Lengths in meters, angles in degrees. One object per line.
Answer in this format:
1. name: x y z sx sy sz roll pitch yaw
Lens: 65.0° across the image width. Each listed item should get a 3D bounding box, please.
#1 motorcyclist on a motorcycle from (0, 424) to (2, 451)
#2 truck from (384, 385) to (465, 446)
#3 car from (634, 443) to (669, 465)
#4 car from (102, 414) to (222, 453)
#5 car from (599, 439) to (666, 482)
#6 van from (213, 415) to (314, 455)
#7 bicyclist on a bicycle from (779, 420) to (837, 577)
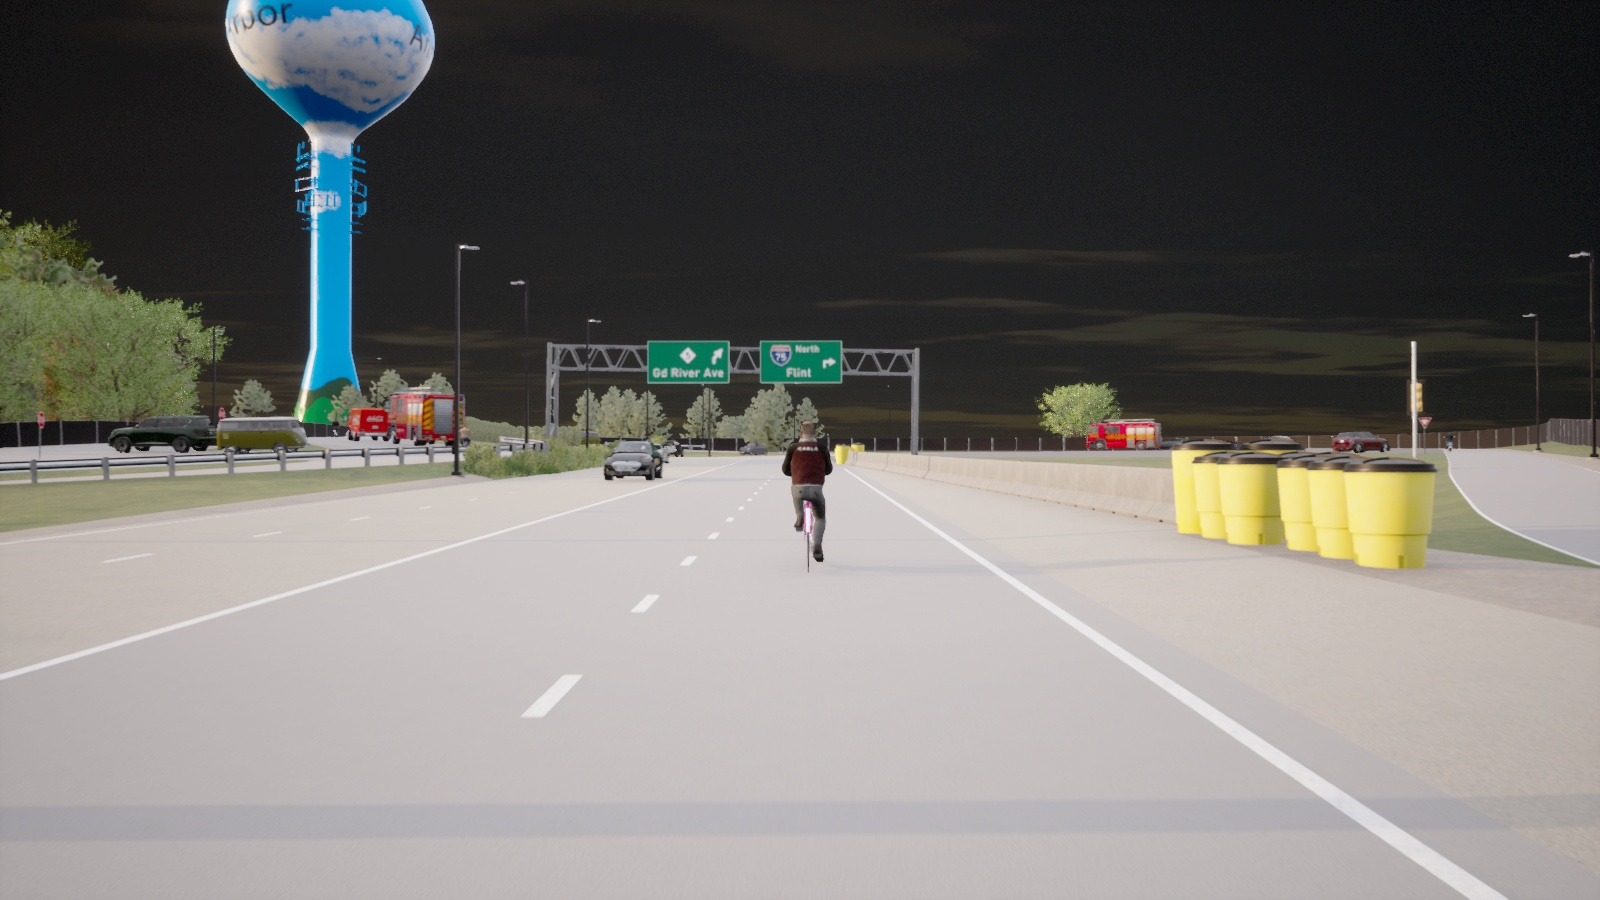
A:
1. motorcyclist on a motorcycle: -46.023 -0.671 70.448 2.191 1.530 0.866 0 4 19
2. truck: -25.186 -2.284 83.895 2.891 3.827 8.468 0 1 -33
3. car: -10.038 0.247 85.229 1.812 1.442 4.674 0 0 0
4. car: -35.132 -0.946 69.236 5.566 2.045 2.150 0 3 3
5. car: -6.713 0.389 50.810 2.033 1.649 4.856 0 0 0
6. van: -28.045 -0.774 65.707 4.442 1.987 1.775 -1 3 1
7. bicyclist on a bicycle: 0.097 0.538 15.126 0.659 1.776 1.843 0 0 0
